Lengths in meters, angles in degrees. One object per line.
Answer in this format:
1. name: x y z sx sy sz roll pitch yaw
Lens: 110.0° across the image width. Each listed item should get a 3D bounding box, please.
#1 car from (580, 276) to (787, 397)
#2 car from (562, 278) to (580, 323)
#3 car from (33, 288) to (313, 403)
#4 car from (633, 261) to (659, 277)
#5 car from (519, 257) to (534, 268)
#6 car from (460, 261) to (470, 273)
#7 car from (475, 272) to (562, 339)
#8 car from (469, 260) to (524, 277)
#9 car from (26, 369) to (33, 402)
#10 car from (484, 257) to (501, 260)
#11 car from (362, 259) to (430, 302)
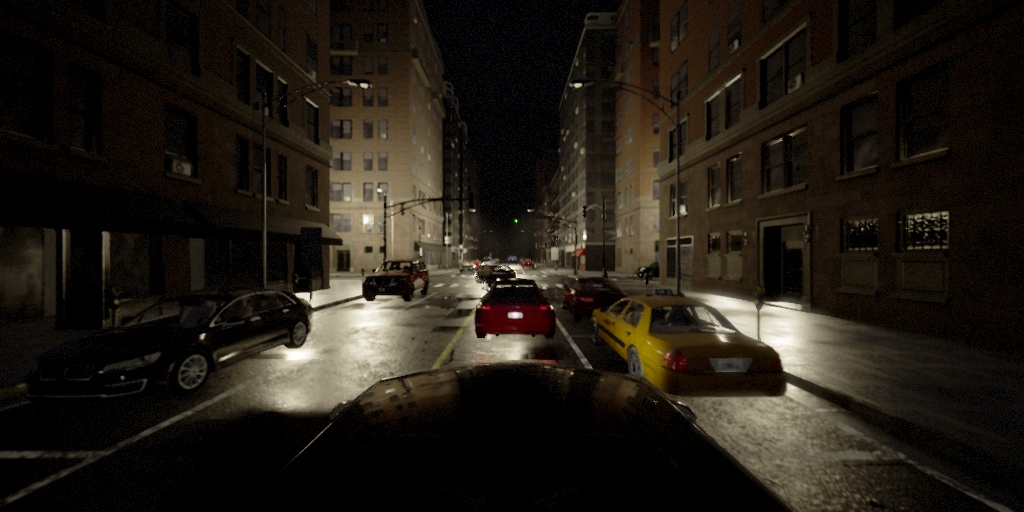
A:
1. car: 2.641 1.277 6.631 1.751 1.417 4.829 0 0 0
2. car: 2.647 1.335 11.873 1.802 1.307 4.207 0 0 0
3. car: -5.384 1.302 6.480 2.007 1.370 4.403 0 0 0
4. car: 13.201 1.178 31.871 4.553 1.767 2.097 0 0 0
5. car: 2.705 1.205 60.114 1.967 1.591 4.097 0 0 0
6. car: -5.339 1.314 43.768 2.007 1.370 4.403 0 0 0
7. car: 0.081 1.316 10.119 1.994 1.385 4.181 0 0 0
8. car: -1.178 1.251 24.188 2.128 1.511 4.902 0 0 -17
9. car: -5.391 1.300 1.066 2.007 1.370 4.403 0 0 0
10. car: -2.780 1.256 53.483 2.128 1.511 4.902 0 0 0
11. car: -5.371 1.070 17.305 2.192 1.841 5.009 0 0 0
